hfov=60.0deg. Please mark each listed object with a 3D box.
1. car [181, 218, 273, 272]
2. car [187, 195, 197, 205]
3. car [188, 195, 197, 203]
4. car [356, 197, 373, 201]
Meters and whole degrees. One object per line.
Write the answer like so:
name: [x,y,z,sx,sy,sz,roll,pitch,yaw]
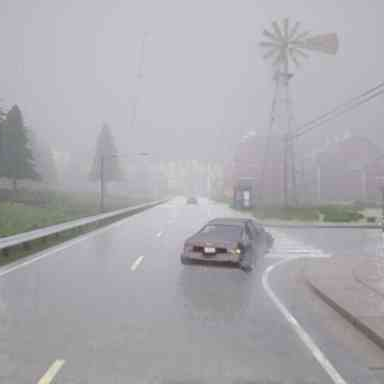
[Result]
car: [1.384,1.558,11.005,2.033,1.411,5.357,0,0,21]
car: [0.018,1.549,60.154,2.128,1.511,4.902,0,0,0]
car: [0.021,1.435,70.531,1.837,1.490,4.892,0,0,0]
car: [27.467,1.556,53.173,1.816,1.474,4.193,0,0,0]
